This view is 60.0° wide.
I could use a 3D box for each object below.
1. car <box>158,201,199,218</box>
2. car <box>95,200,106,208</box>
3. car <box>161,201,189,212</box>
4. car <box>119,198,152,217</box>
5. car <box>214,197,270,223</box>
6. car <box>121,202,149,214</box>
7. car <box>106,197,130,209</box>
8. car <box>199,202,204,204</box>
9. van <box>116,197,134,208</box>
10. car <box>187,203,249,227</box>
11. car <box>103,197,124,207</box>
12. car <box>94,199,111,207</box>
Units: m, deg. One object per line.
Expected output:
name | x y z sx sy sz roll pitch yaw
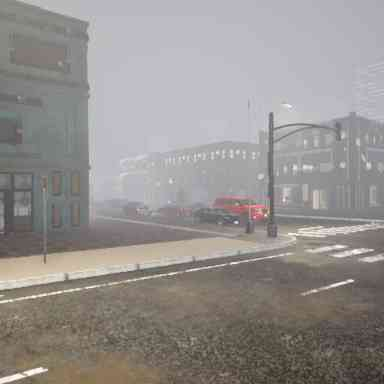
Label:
car | -1.717 1.937 35.169 1.895 1.301 4.718 -1 0 -35
car | -17.429 2.252 62.820 1.895 1.301 4.718 -1 0 -35
car | -2.429 1.965 46.155 1.802 1.307 4.206 -2 0 -35
car | -6.060 1.846 36.788 1.967 1.590 4.097 -1 0 -35
car | 3.933 1.445 27.199 2.150 2.045 5.566 -1 0 -35
car | -7.432 2.011 43.235 1.994 1.385 4.181 -1 0 -35
car | -11.943 1.902 55.089 2.097 1.767 4.553 -1 0 -35
car | 0.775 1.903 41.643 1.802 1.307 4.206 -2 0 -35
van | -12.049 1.906 59.694 1.690 1.788 3.998 -1 0 -35
car | 1.878 1.814 25.404 1.947 1.339 4.313 -1 0 -35
car | -15.254 1.939 64.207 2.192 1.841 5.009 -1 0 -35
car | -18.453 2.227 68.720 1.887 1.381 4.507 -1 0 -35
